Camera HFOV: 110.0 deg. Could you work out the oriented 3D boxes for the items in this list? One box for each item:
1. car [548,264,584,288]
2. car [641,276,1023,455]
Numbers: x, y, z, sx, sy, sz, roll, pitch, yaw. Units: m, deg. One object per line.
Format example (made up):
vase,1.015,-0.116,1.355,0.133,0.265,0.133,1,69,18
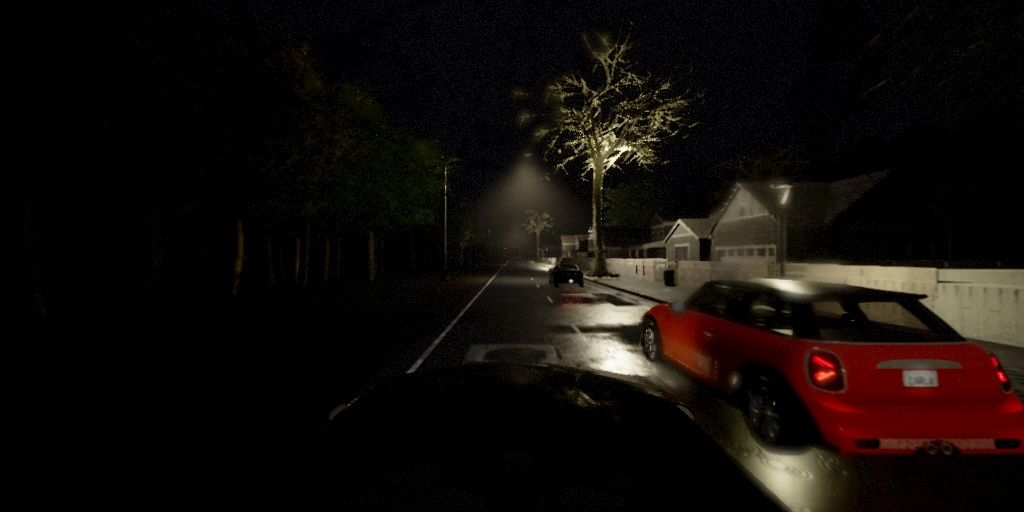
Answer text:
car,3.599,1.271,24.219,1.837,1.490,4.892,0,0,0
car,3.599,1.103,5.286,2.097,1.767,4.553,0,0,0
